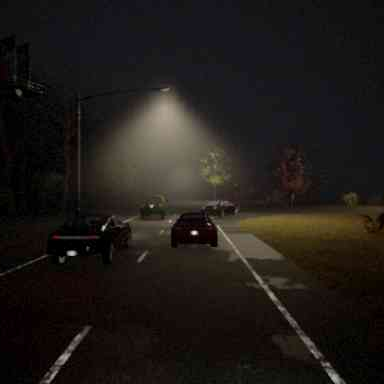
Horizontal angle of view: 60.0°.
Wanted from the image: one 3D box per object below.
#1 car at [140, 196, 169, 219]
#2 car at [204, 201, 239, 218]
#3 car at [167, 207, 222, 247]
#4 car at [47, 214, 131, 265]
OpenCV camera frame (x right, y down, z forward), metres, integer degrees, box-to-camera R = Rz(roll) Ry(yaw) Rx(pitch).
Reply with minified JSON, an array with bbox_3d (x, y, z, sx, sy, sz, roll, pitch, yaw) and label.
[{"bbox_3d":[-3.397,1.336,30.721,2.150,2.045,5.566,0,0,0],"label":"car"},{"bbox_3d":[2.768,1.570,31.171,2.128,1.511,4.902,-2,0,33],"label":"car"},{"bbox_3d":[0.098,1.620,15.380,1.994,1.385,4.181,0,0,0],"label":"car"},{"bbox_3d":[-3.407,1.534,11.862,2.128,1.511,4.902,0,0,0],"label":"car"}]
